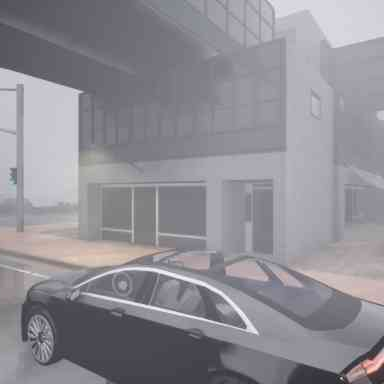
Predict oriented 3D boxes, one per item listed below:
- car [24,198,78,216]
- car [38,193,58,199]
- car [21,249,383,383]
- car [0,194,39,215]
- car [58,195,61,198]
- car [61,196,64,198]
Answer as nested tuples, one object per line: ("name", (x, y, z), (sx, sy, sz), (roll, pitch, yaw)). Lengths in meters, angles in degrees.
("car", (-13.426, 1.601, 32.665), (1.895, 1.301, 4.718), (0, 0, 36))
("car", (-30.613, 1.153, 69.413), (4.605, 1.855, 1.932), (0, 0, 35))
("car", (-0.235, 1.492, 4.160), (4.902, 1.511, 2.128), (0, 0, 35))
("car", (-17.924, 1.352, 32.439), (2.097, 1.767, 4.553), (0, 0, 36))
("car", (-28.886, 1.364, 71.739), (3.905, 1.438, 1.784), (0, 0, 35))
("car", (-12.587, 1.478, 39.671), (1.882, 1.535, 5.008), (0, 0, 37))
